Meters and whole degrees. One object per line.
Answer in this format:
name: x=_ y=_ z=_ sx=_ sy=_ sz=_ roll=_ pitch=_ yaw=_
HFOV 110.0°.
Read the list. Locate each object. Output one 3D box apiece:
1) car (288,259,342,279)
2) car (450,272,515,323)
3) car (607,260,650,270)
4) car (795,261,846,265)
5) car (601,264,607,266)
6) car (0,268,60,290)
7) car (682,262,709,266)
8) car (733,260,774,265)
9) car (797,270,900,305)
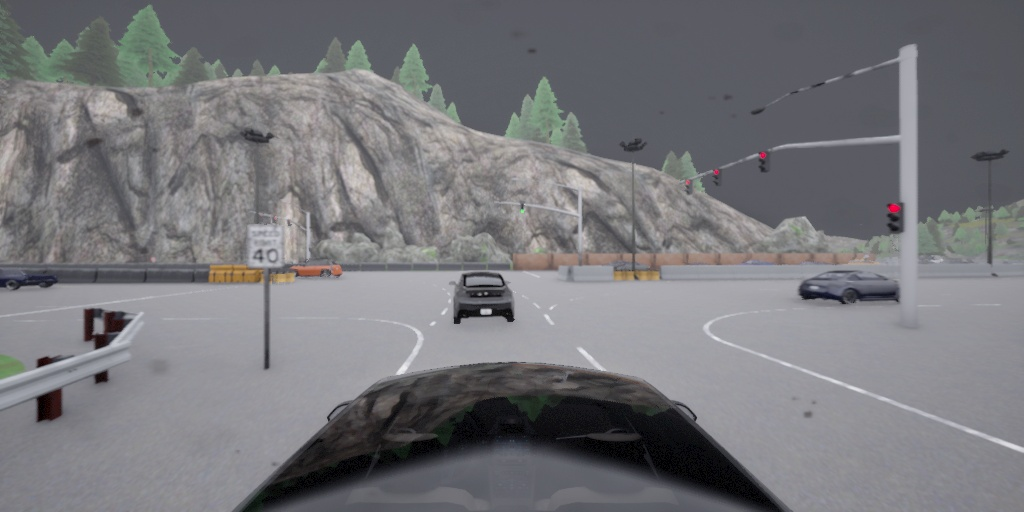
car: x=-18.556 y=1.188 z=33.697 sx=4.553 sy=1.767 sz=2.097 roll=0 pitch=0 yaw=1
car: x=-1.081 y=1.282 z=12.358 sx=1.837 sy=1.490 sz=4.892 roll=0 pitch=0 yaw=-9
car: x=13.402 y=1.346 z=40.452 sx=4.181 sy=1.385 sz=1.994 roll=0 pitch=0 yaw=-5
car: x=32.326 y=1.290 z=38.725 sx=5.357 sy=1.411 sz=2.033 roll=0 pitch=0 yaw=-5
car: x=12.865 y=1.280 z=43.911 sx=4.902 sy=1.511 sz=2.128 roll=0 pitch=0 yaw=-5
car: x=-31.286 y=1.409 z=22.016 sx=4.718 sy=1.301 sz=1.895 roll=0 pitch=0 yaw=-5
car: x=19.065 y=1.332 z=37.465 sx=4.181 sy=1.385 sz=1.994 roll=0 pitch=0 yaw=-5
car: x=30.575 y=1.234 z=45.568 sx=5.008 sy=1.535 sz=1.882 roll=0 pitch=0 yaw=-5
car: x=14.800 y=1.306 z=15.482 sx=4.181 sy=1.385 sz=1.994 roll=0 pitch=0 yaw=-8
